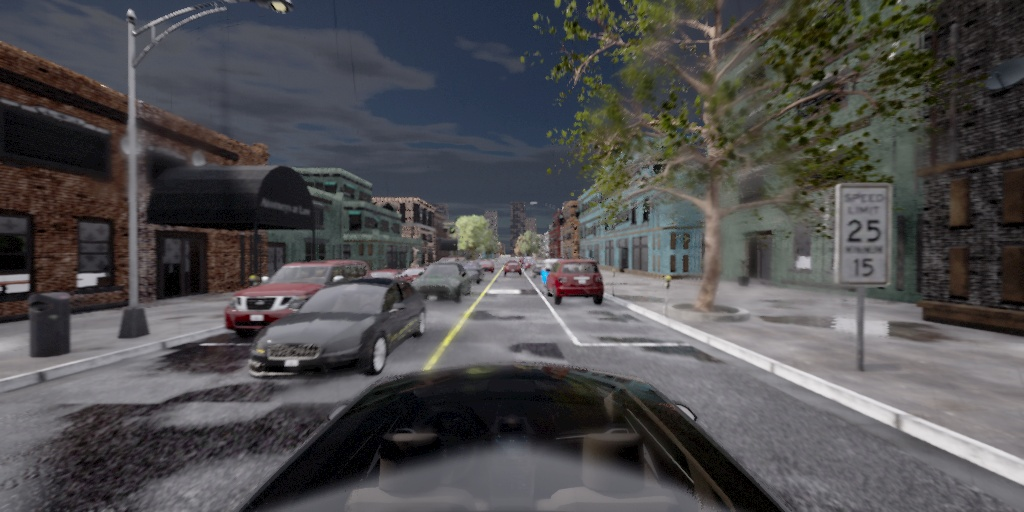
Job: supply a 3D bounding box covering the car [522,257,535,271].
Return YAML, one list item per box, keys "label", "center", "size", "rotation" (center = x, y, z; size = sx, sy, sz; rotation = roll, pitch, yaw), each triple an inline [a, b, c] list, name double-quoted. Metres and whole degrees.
- label: "car"
  center: [2.661, 1.180, 49.334]
  size: [1.967, 1.591, 4.097]
  rotation: [0, 0, 0]

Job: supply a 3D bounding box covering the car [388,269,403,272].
- label: "car"
  center: [-5.697, 1.292, 16.064]
  size: [1.888, 1.381, 4.507]
  rotation: [0, 0, 0]

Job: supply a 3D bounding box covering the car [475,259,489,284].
- label: "car"
  center: [-3.107, 1.236, 26.630]
  size: [2.128, 1.511, 4.902]
  rotation: [0, 0, 0]

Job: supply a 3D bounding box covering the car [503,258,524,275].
- label: "car"
  center: [0.075, 1.268, 38.426]
  size: [1.812, 1.442, 4.674]
  rotation: [0, 0, 0]

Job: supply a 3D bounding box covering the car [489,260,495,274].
- label: "car"
  center: [-3.028, 1.234, 41.903]
  size: [1.882, 1.535, 5.008]
  rotation: [0, 0, 0]

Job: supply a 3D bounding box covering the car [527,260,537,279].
- label: "car"
  center: [2.673, 1.295, 32.702]
  size: [2.007, 1.370, 4.403]
  rotation: [0, 0, 0]

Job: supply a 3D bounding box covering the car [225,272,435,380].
- label: "car"
  center: [-3.105, 1.253, 7.481]
  size: [1.837, 1.490, 4.892]
  rotation: [0, 0, 0]

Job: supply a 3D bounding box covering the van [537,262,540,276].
- label: "van"
  center: [2.680, 1.087, 21.614]
  size: [1.690, 1.789, 3.998]
  rotation: [0, 0, 0]

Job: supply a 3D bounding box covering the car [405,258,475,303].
- label: "car"
  center: [-3.109, 1.099, 16.478]
  size: [2.097, 1.767, 4.553]
  rotation: [0, 0, 0]

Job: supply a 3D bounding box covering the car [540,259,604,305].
- label: "car"
  center: [2.684, 1.063, 16.070]
  size: [2.192, 1.841, 5.009]
  rotation: [0, 0, 0]

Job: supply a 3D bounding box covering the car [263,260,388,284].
- label: "car"
  center: [-5.693, 1.062, 10.520]
  size: [2.192, 1.841, 5.009]
  rotation: [0, 0, 0]
